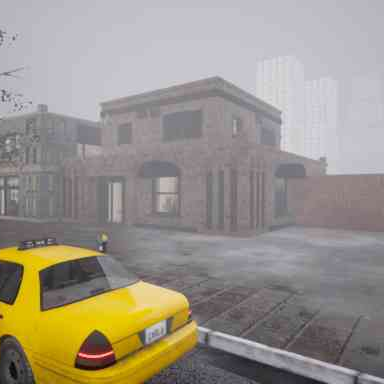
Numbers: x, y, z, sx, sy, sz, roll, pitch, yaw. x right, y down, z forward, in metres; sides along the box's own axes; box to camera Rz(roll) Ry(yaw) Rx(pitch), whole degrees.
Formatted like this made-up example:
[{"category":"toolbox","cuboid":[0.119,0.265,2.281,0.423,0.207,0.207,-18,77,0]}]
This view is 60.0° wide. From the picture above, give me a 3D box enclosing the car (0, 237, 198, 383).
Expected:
[{"category":"car","cuboid":[-2.469,1.455,5.008,5.366,1.575,1.801,0,0,35]}]
